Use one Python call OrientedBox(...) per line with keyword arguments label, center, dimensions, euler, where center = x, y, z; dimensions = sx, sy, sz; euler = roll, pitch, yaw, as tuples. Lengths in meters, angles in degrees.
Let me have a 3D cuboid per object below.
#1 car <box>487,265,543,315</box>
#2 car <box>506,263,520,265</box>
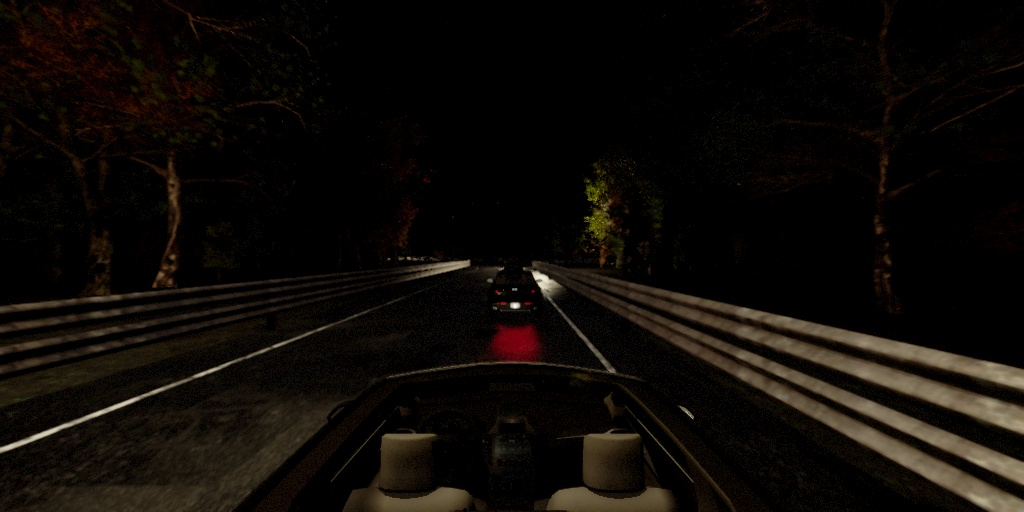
OrientedBox(label="car", center=(0.102, 1.269, 13.526), dimensions=(1.837, 1.490, 4.892), euler=(0, 0, 0))
OrientedBox(label="car", center=(0.118, 1.327, 33.771), dimensions=(2.033, 1.411, 5.357), euler=(0, 0, 0))
